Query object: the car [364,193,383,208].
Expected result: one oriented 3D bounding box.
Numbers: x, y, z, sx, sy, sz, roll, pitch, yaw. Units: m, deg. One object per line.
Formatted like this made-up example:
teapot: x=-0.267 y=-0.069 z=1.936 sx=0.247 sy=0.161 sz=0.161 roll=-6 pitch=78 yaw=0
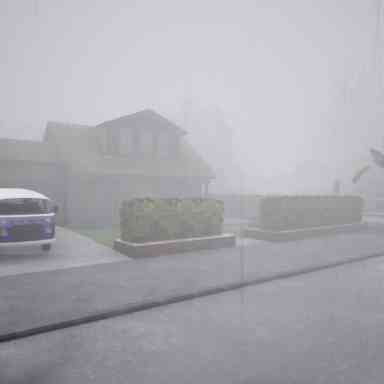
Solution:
car: x=23.130 y=0.985 z=40.297 sx=3.866 sy=1.878 sz=1.905 roll=0 pitch=0 yaw=0
